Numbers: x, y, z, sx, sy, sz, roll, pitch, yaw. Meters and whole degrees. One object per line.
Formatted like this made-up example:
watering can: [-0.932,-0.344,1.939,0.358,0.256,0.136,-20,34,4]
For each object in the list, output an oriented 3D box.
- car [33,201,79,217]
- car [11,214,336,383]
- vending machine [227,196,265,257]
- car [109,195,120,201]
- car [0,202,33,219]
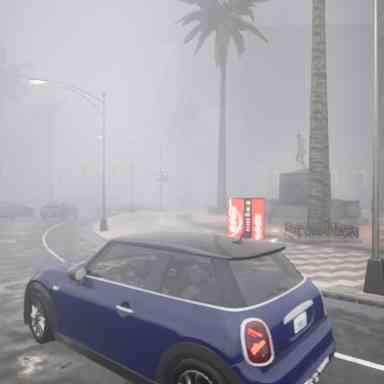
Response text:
car: [-10.813,1.491,27.443,2.128,1.511,4.902,0,0,-3]
car: [-0.525,1.352,4.762,4.553,1.767,2.097,0,0,40]
vending machine: [1.979,1.195,12.184,1.100,2.100,0.880,0,0,-42]
car: [-20.711,1.513,89.385,2.161,1.482,4.786,0,0,3]
car: [-14.986,1.564,27.998,1.994,1.385,4.181,0,0,3]
